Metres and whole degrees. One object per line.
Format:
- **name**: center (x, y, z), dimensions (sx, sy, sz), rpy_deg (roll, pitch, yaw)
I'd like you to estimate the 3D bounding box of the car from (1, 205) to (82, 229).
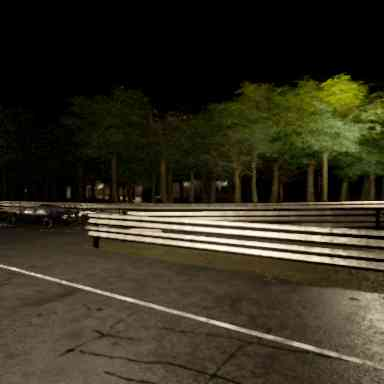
- **car**: center (-9.801, 1.546, 21.660), dimensions (5.357, 1.411, 2.033), rpy_deg (0, 0, 20)
